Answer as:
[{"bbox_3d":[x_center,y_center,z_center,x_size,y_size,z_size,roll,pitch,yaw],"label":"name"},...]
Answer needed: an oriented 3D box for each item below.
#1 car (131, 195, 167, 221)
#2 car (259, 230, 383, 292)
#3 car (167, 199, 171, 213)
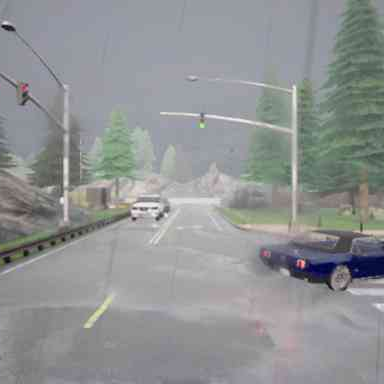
[{"bbox_3d":[-3.594,1.250,27.826,2.150,2.045,5.566,0,0,0],"label":"car"},{"bbox_3d":[4.285,1.713,9.113,4.718,1.301,1.895,1,0,-26],"label":"car"},{"bbox_3d":[-3.560,1.390,37.781,2.097,1.767,4.553,0,0,0],"label":"car"}]
